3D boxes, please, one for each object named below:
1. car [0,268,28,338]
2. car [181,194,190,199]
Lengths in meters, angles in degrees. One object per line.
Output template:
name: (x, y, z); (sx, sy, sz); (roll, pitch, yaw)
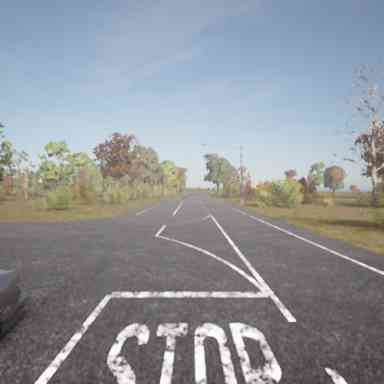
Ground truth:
car: (-3.532, 1.542, 2.975); (2.033, 1.411, 5.357); (0, 0, 0)
car: (-1.937, 1.148, 95.511); (2.033, 1.411, 5.357); (0, 0, 7)
